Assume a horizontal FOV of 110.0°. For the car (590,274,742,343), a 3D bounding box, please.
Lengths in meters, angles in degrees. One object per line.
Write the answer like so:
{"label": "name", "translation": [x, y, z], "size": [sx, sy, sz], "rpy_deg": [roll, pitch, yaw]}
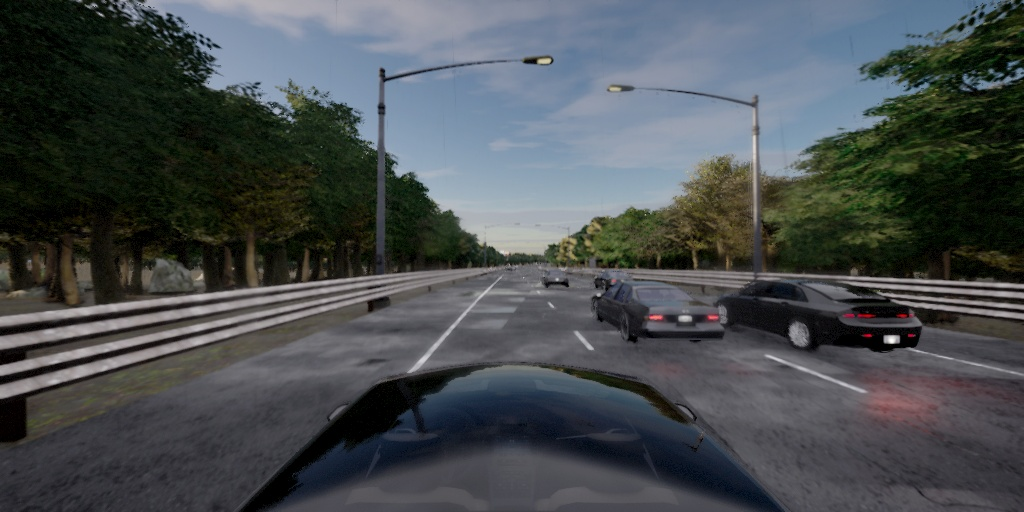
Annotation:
{"label": "car", "translation": [3.596, 1.387, 9.945], "size": [2.033, 1.411, 5.357], "rpy_deg": [0, -1, 0]}

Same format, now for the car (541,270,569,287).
{"label": "car", "translation": [3.599, 1.890, 30.545], "size": [1.994, 1.385, 4.181], "rpy_deg": [0, -2, 0]}

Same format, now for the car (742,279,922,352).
{"label": "car", "translation": [7.091, 1.332, 9.114], "size": [1.837, 1.490, 4.892], "rpy_deg": [0, -1, 0]}

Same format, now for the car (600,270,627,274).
{"label": "car", "translation": [7.098, 1.722, 25.323], "size": [2.033, 1.411, 5.357], "rpy_deg": [0, -2, 0]}
